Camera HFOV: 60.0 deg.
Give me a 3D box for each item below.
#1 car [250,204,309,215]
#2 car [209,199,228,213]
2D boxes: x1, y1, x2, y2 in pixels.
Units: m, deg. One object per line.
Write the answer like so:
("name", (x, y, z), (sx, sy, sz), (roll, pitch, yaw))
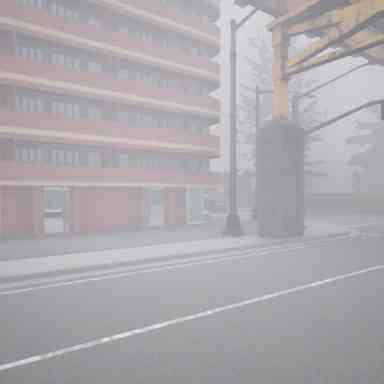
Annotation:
("car", (7.337, 1.477, 29.196), (1.882, 1.535, 5.008), (0, 0, -35))
("car", (1.939, 1.526, 36.865), (1.812, 1.442, 4.674), (0, 0, -35))
